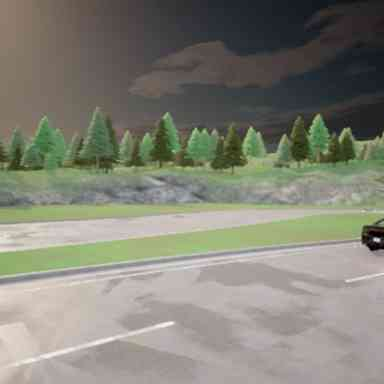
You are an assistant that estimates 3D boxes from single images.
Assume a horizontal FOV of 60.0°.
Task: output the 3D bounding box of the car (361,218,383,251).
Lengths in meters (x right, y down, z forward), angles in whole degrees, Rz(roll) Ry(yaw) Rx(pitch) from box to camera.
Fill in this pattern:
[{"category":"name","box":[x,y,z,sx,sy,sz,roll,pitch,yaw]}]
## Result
[{"category":"car","box":[9.070,1.634,13.354,5.008,1.535,1.882,0,0,-25]}]
